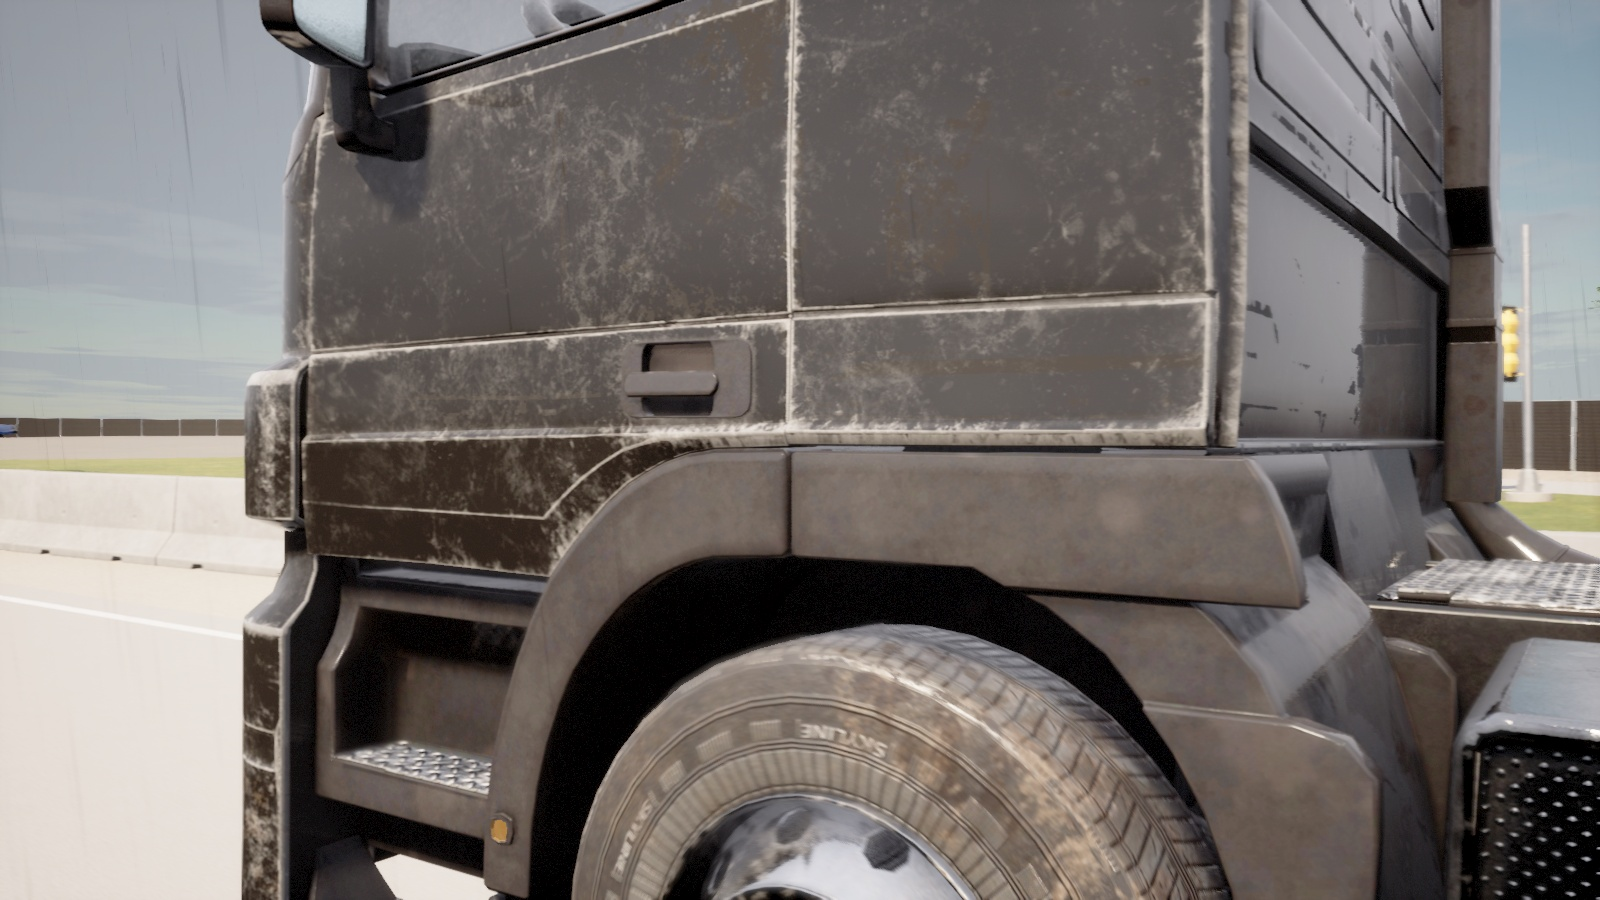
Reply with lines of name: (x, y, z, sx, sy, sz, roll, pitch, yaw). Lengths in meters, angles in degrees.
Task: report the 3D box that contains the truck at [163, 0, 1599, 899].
truck: (2.693, -0.300, 1.815, 7.936, 3.462, 2.891, 0, 1, 34)
